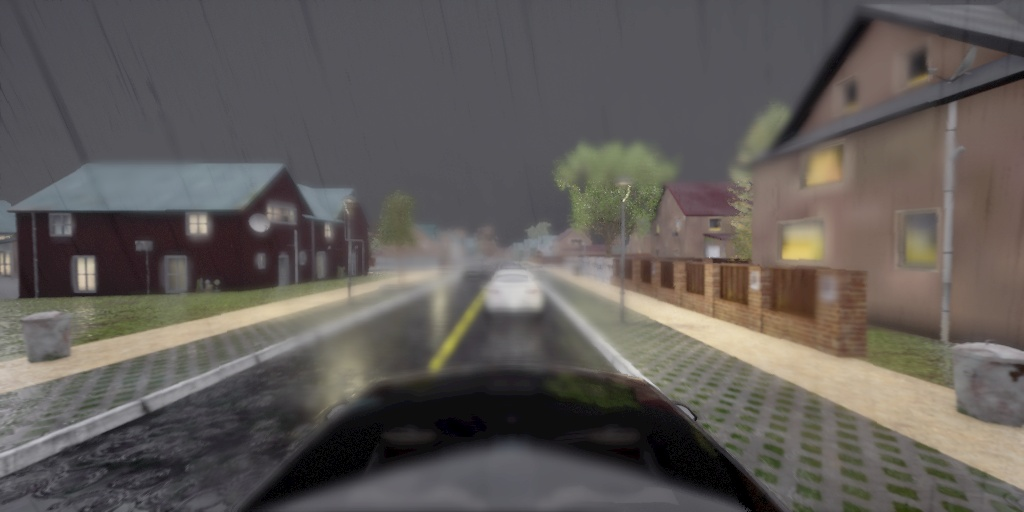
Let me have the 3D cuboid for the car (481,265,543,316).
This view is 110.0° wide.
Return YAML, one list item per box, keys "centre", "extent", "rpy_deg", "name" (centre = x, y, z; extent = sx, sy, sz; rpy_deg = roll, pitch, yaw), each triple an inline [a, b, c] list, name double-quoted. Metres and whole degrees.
- centre: [0.080, 1.209, 12.846]
  extent: [1.812, 1.442, 4.674]
  rpy_deg: [0, 0, 0]
  name: "car"

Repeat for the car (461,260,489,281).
- centre: [-2.832, 1.117, 28.622]
  extent: [1.837, 1.490, 4.892]
  rpy_deg: [0, 0, 0]
  name: "car"
